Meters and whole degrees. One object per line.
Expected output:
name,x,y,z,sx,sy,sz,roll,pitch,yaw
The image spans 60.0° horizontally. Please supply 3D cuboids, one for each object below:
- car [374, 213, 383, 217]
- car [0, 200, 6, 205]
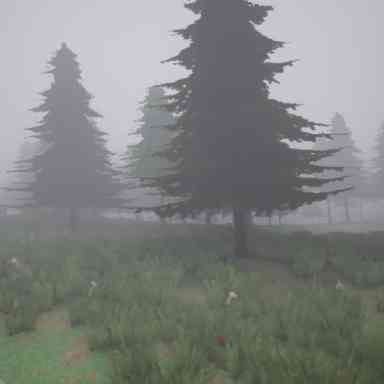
car,43.629,5.690,77.368,1.851,1.617,3.988,-5,-4,18
car,-18.997,1.364,31.584,2.097,1.767,4.553,-3,1,-22
